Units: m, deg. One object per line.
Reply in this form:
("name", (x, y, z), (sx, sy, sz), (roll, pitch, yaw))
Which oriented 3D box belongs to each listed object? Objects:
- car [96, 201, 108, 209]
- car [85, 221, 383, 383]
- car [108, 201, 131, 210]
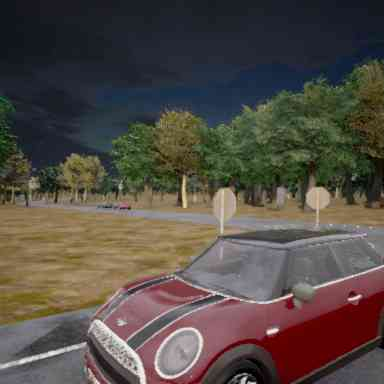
("car", (-15.800, 2.348, 60.110), (1.994, 1.385, 4.181), (2, -2, -34))
("car", (0.961, 1.358, 4.547), (4.553, 1.767, 2.097), (0, 0, -35))
("car", (-11.428, 2.221, 53.765), (1.994, 1.385, 4.181), (2, -2, -34))
